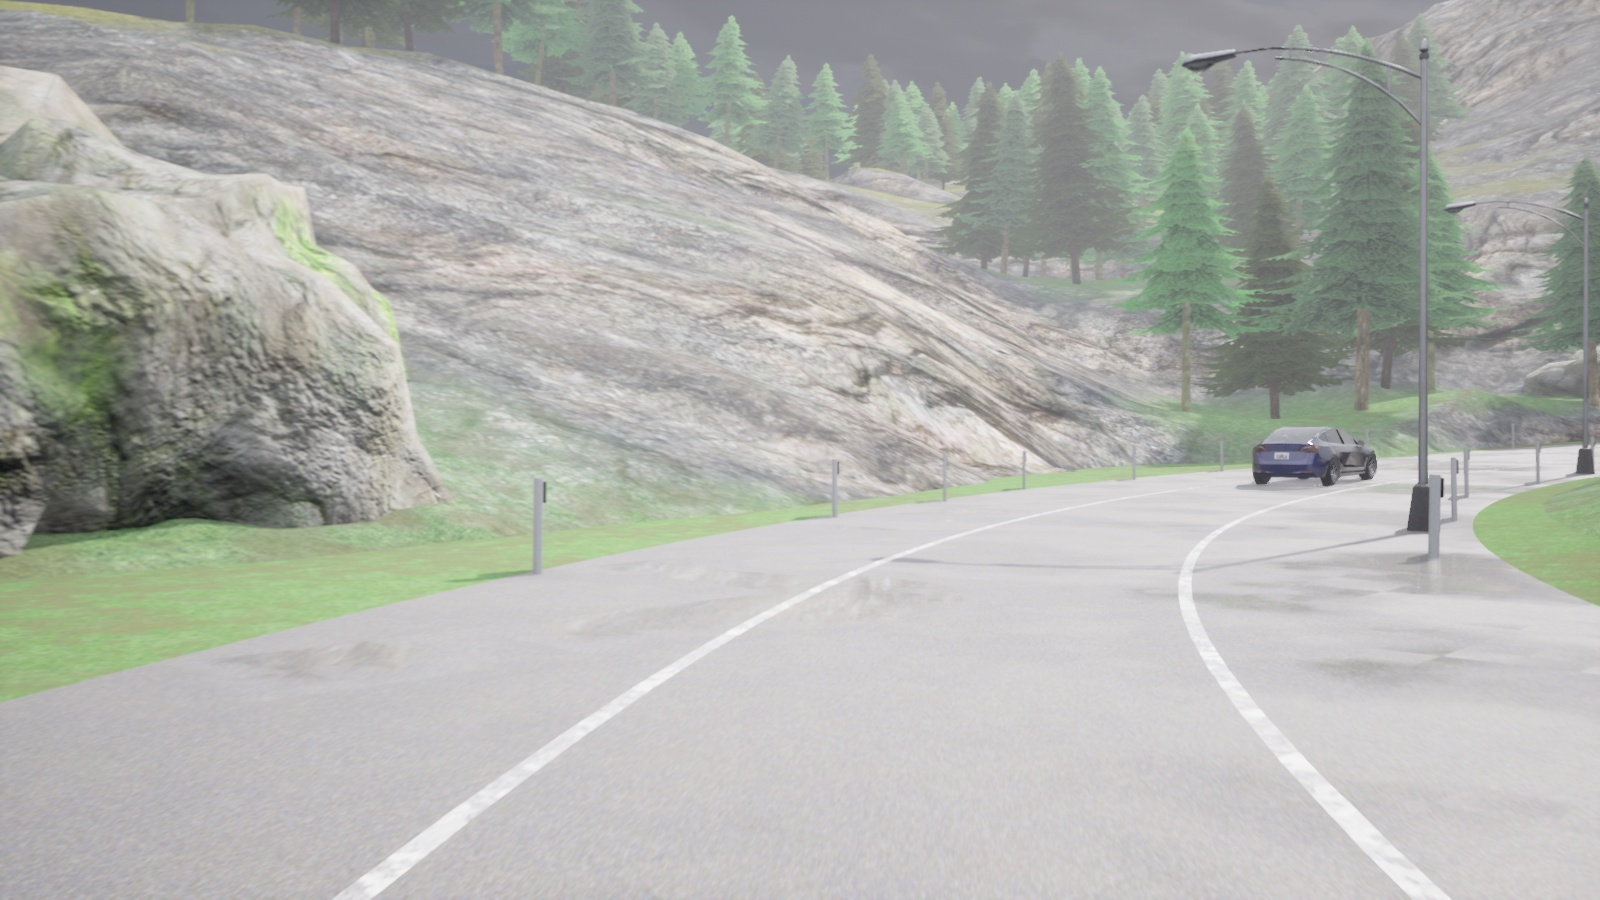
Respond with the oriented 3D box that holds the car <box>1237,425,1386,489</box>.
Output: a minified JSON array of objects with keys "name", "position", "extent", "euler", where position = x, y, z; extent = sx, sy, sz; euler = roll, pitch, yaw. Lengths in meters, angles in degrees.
[{"name":"car","position":[13.441,0.125,32.814],"extent":[2.163,1.488,4.792],"euler":[0,2,41]}]
